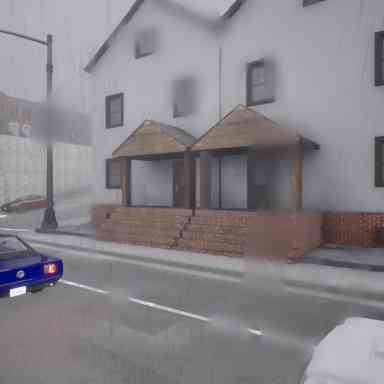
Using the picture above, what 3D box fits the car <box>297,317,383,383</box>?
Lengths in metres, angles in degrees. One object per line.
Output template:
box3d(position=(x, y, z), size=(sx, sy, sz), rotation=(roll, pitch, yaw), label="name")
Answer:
box3d(position=(3.015, 1.601, 1.829), size=(4.718, 1.301, 1.895), rotation=(0, 0, 36), label="car")

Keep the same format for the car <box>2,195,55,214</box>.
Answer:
box3d(position=(-14.331, 0.973, 29.257), size=(1.994, 1.385, 4.181), rotation=(0, 7, 35), label="car")

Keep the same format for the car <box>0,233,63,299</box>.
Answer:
box3d(position=(-5.096, 1.601, 7.616), size=(4.718, 1.301, 1.895), rotation=(0, 0, 36), label="car")
